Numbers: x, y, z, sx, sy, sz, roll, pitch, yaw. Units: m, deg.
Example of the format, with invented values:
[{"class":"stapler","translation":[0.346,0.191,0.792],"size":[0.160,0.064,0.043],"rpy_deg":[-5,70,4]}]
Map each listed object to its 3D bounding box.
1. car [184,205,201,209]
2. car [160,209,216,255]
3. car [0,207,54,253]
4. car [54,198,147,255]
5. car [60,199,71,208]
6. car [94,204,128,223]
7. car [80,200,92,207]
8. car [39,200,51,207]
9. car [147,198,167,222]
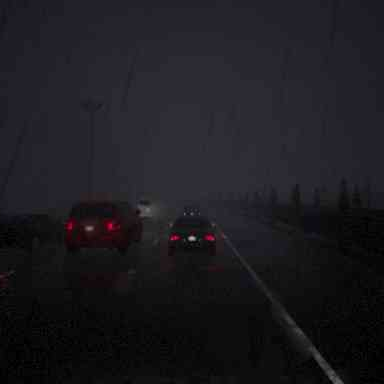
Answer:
[{"class":"car","translation":[0.005,1.823,28.992],"size":[2.033,1.411,5.357],"rpy_deg":[0,-1,0]},{"class":"car","translation":[0.004,1.681,13.992],"size":[2.033,1.411,5.357],"rpy_deg":[0,-1,0]},{"class":"car","translation":[-6.993,1.644,14.326],"size":[1.837,1.490,4.892],"rpy_deg":[0,0,0]},{"class":"car","translation":[-3.496,1.350,14.025],"size":[2.150,2.045,5.566],"rpy_deg":[0,0,0]},{"class":"car","translation":[-23.660,2.069,62.447],"size":[1.882,1.535,5.008],"rpy_deg":[0,-1,-20]},{"class":"car","translation":[-6.998,1.842,29.273],"size":[1.994,1.385,4.181],"rpy_deg":[0,-1,0]},{"class":"car","translation":[-20.498,2.166,64.008],"size":[1.994,1.385,4.181],"rpy_deg":[0,-1,-21]},{"class":"car","translation":[-26.798,2.124,60.927],"size":[2.033,1.411,5.357],"rpy_deg":[0,-1,-21]},{"class":"car","translation":[-3.495,1.492,29.019],"size":[2.150,2.045,5.566],"rpy_deg":[0,0,0]}]
